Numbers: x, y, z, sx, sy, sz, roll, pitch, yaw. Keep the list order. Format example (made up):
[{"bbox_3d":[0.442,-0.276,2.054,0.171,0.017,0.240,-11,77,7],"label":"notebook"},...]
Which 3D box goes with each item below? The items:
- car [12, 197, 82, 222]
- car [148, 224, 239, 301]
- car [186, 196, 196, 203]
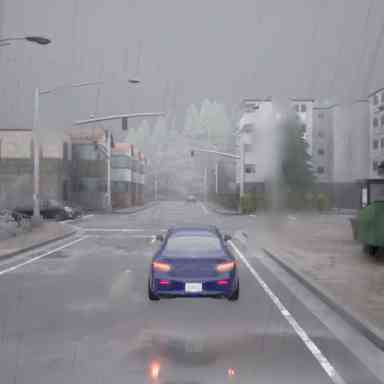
[{"bbox_3d":[-10.264,1.175,23.781,4.553,1.767,2.097,0,0,7],"label":"car"},{"bbox_3d":[0.042,1.525,8.207,1.812,1.442,4.674,0,0,0],"label":"car"},{"bbox_3d":[-0.127,1.524,66.849,1.812,1.442,4.674,0,0,0],"label":"car"}]
